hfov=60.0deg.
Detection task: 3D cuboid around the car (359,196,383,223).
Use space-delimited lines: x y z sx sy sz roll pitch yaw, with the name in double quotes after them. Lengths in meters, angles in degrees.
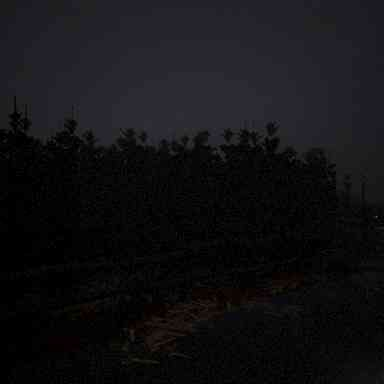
11.872 1.221 25.244 2.150 2.045 5.566 0 0 -35 "car"
